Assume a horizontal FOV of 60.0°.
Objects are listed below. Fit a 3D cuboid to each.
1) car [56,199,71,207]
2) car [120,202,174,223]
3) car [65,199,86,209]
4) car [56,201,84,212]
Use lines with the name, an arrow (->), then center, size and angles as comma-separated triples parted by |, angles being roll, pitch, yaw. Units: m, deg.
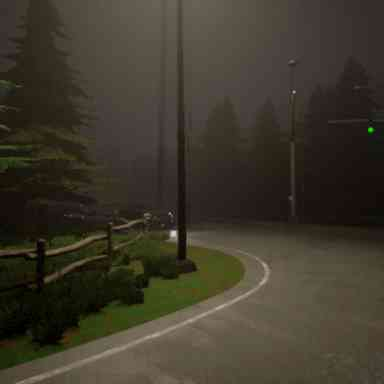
car -> -23.550, 2.008, 60.924 | 1.994, 1.385, 4.181 | 0, 0, -30
car -> -3.028, 1.454, 21.748 | 2.097, 1.767, 4.553 | 0, -1, -35
car -> -18.337, 1.852, 52.409 | 2.128, 1.511, 4.902 | 0, 0, -32
car -> -14.310, 1.627, 39.209 | 2.097, 1.767, 4.553 | 0, 0, -32
